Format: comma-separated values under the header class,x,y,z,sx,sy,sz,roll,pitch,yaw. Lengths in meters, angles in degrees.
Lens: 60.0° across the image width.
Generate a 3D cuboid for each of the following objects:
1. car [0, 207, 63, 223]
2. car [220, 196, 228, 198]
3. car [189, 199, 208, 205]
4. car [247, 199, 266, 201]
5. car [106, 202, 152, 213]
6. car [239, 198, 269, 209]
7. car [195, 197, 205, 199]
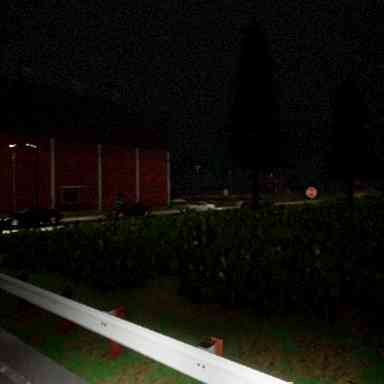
class,x,y,z,sx,sy,sz,roll,pitch,yaw
car,-12.313,1.884,25.623,1.812,1.442,4.674,-1,0,41
car,9.111,1.885,93.186,1.784,1.438,3.905,-1,0,41
car,0.557,1.828,40.195,1.895,1.301,4.718,-1,0,41
car,9.547,1.672,44.890,1.994,1.385,4.181,-1,0,42
car,-6.137,1.773,32.636,1.882,1.535,5.008,-1,0,41
car,9.405,1.684,50.104,2.033,1.411,5.357,-1,0,42
car,1.605,1.936,82.669,1.816,1.474,4.193,-1,0,41
